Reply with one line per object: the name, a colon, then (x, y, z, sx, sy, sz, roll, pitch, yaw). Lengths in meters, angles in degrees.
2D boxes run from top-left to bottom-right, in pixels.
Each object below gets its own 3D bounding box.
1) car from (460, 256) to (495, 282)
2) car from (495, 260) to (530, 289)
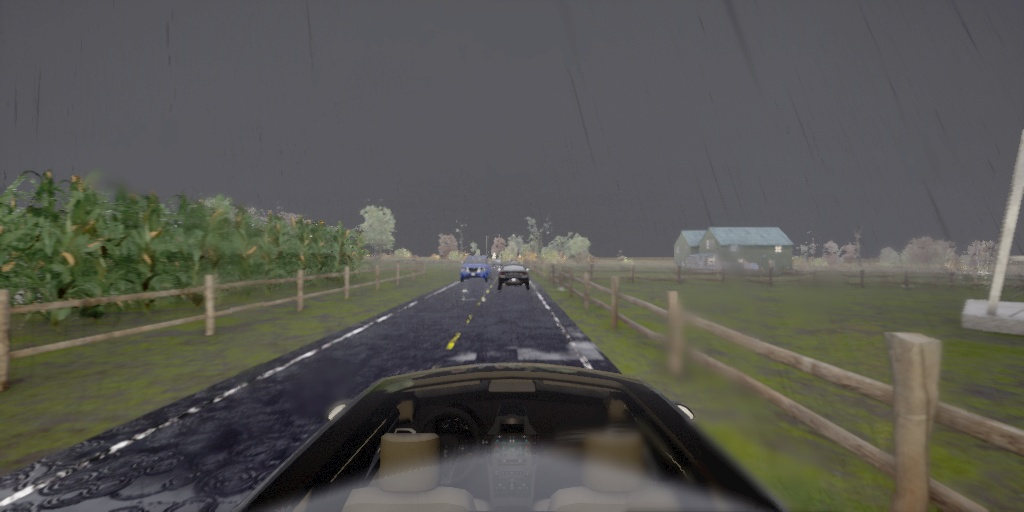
car: (-2.839, 0.977, 28.996, 2.150, 2.045, 5.566, 0, 0, 0)
car: (0.106, 1.228, 23.151, 1.882, 1.535, 5.008, 0, 0, 0)
